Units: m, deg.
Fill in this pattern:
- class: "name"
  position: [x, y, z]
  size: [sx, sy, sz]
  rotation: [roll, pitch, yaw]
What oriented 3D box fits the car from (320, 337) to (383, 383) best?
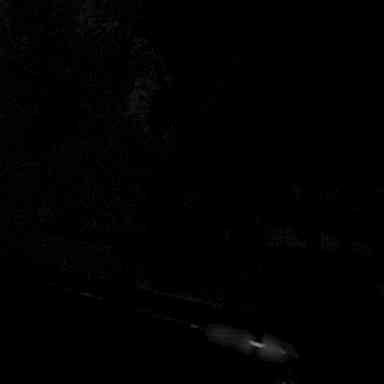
- class: "car"
  position: [2.770, 1.571, 1.709]
  size: [4.181, 1.385, 1.994]
  rotation: [0, 0, 36]
